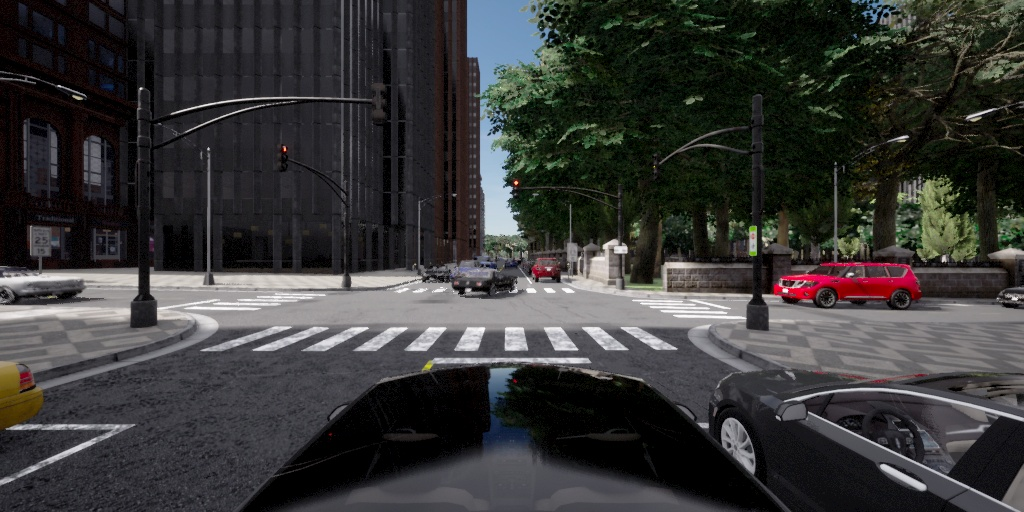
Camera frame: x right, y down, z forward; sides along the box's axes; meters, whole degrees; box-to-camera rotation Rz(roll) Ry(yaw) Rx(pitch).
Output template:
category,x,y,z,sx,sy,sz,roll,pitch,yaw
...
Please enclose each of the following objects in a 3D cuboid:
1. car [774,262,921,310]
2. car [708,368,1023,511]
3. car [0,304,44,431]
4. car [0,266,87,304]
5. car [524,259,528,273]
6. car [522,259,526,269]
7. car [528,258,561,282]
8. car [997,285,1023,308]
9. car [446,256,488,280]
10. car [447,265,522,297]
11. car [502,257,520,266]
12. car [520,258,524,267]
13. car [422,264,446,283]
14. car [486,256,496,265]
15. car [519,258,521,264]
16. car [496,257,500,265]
category,x,y,z,sx,sy,sz,roll,pitch,yaw
car,15.441,1.313,16.638,5.566,2.045,2.150,1,0,-1
car,2.764,1.300,1.785,2.007,1.370,4.403,0,0,0
car,-5.760,1.275,1.577,1.751,1.417,4.829,0,0,0
car,-18.855,1.024,13.131,4.718,1.301,1.895,1,0,-1
car,2.636,1.338,39.362,1.948,1.339,4.313,0,0,0
car,2.618,1.328,44.818,2.007,1.370,4.403,0,0,0
car,2.673,1.075,28.450,2.192,1.841,5.009,0,0,0
car,25.865,1.810,16.727,4.892,1.490,1.837,1,0,0
car,-3.248,1.111,26.848,2.097,1.767,4.553,0,0,1
car,-1.304,1.368,19.274,1.895,1.301,4.718,1,0,21
car,-0.140,1.146,58.667,2.097,1.767,4.553,0,0,0
car,2.599,1.335,50.275,2.007,1.370,4.403,0,0,0
car,-5.852,1.326,28.411,1.948,1.339,4.313,0,0,0
car,-3.224,0.990,38.615,2.150,2.045,5.566,0,0,0
car,2.581,1.230,55.732,1.967,1.591,4.097,0,0,0
car,-3.250,1.142,51.829,2.097,1.767,4.553,0,-1,0
